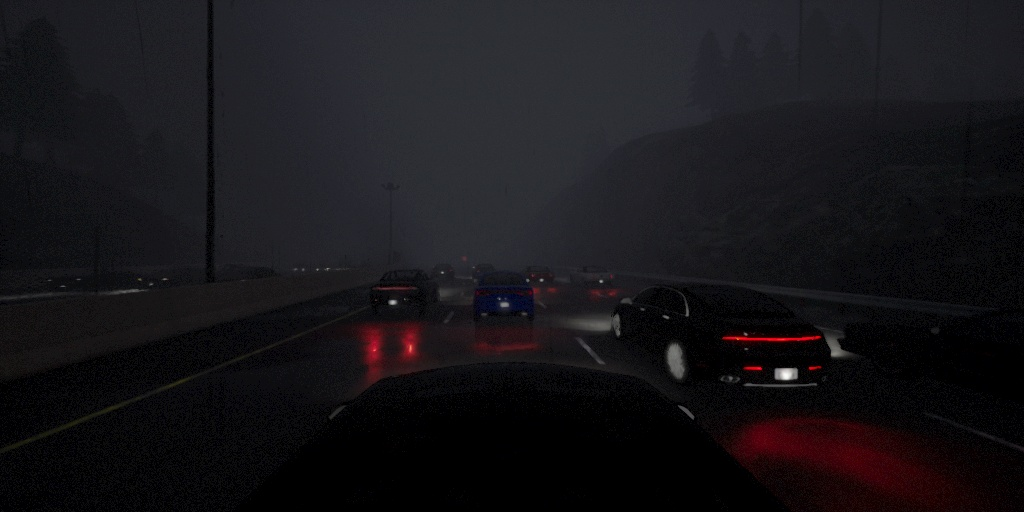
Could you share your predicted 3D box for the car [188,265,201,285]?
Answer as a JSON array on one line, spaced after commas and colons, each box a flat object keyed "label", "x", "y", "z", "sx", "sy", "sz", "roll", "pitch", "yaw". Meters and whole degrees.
[{"label": "car", "x": -19.407, "y": 1.305, "z": 25.023, "sx": 2.128, "sy": 1.511, "sz": 4.902, "roll": 0, "pitch": 0, "yaw": -8}]

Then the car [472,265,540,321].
[{"label": "car", "x": -0.351, "y": 1.237, "z": 12.651, "sx": 1.882, "sy": 1.535, "sz": 5.008, "roll": 0, "pitch": 0, "yaw": -3}]

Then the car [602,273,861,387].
[{"label": "car", "x": 3.417, "y": 1.251, "z": 6.975, "sx": 1.837, "sy": 1.490, "sz": 4.892, "roll": 0, "pitch": 0, "yaw": -2}]

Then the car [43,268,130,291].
[{"label": "car", "x": -26.130, "y": 1.427, "z": 22.802, "sx": 1.895, "sy": 1.301, "sz": 4.718, "roll": 0, "pitch": 0, "yaw": -8}]

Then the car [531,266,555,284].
[{"label": "car", "x": 1.755, "y": 1.367, "z": 26.793, "sx": 1.895, "sy": 1.301, "sz": 4.718, "roll": 0, "pitch": 0, "yaw": -8}]

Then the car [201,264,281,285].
[{"label": "car", "x": -15.340, "y": 1.326, "z": 20.957, "sx": 1.812, "sy": 1.442, "sz": 4.674, "roll": 0, "pitch": 0, "yaw": -7}]

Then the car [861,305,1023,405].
[{"label": "car", "x": 7.019, "y": 1.283, "z": 4.159, "sx": 2.033, "sy": 1.411, "sz": 5.357, "roll": 0, "pitch": 0, "yaw": -1}]

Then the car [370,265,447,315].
[{"label": "car", "x": -3.949, "y": 1.260, "z": 13.807, "sx": 2.128, "sy": 1.511, "sz": 4.902, "roll": 0, "pitch": 0, "yaw": -4}]

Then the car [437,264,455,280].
[{"label": "car", "x": -6.104, "y": 1.352, "z": 31.772, "sx": 1.994, "sy": 1.385, "sz": 4.181, "roll": 0, "pitch": 0, "yaw": -9}]

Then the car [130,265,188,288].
[{"label": "car", "x": -22.897, "y": 1.368, "z": 24.999, "sx": 2.033, "sy": 1.411, "sz": 5.357, "roll": 0, "pitch": 0, "yaw": -8}]

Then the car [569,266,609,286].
[{"label": "car", "x": 5.481, "y": 1.357, "z": 25.328, "sx": 1.895, "sy": 1.301, "sz": 4.718, "roll": 0, "pitch": 0, "yaw": -7}]
